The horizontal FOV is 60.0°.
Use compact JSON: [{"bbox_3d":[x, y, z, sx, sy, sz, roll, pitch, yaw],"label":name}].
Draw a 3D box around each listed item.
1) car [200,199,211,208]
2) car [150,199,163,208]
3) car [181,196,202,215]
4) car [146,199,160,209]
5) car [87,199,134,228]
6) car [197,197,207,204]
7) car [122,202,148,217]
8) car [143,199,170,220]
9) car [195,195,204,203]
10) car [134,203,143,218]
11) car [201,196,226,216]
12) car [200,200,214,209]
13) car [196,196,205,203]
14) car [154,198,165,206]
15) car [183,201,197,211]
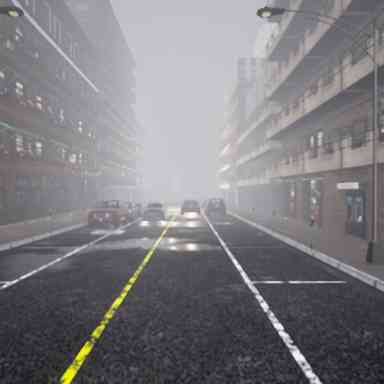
[{"bbox_3d":[2.314,1.951,57.763,1.802,1.307,4.206,-1,0,0],"label":"car"},{"bbox_3d":[-6.066,1.894,57.572,1.752,1.417,4.829,-1,0,0],"label":"car"},{"bbox_3d":[-0.149,1.584,36.742,2.097,1.767,4.553,0,0,0],"label":"car"},{"bbox_3d":[-6.030,1.857,51.909,1.752,1.417,4.829,-1,0,0],"label":"car"},{"bbox_3d":[-5.852,1.465,23.761,2.192,1.841,5.009,-1,0,0],"label":"car"},{"bbox_3d":[2.204,1.920,74.754,1.967,1.590,4.097,-1,0,0],"label":"car"},{"bbox_3d":[-5.922,1.788,35.086,1.947,1.339,4.313,-1,0,0],"label":"car"},{"bbox_3d":[-3.289,1.694,29.991,1.837,1.490,4.892,0,0,0],"label":"car"},{"bbox_3d":[2.093,1.910,91.746,2.192,1.841,5.009,-1,0,0],"label":"car"},{"bbox_3d":[-5.887,1.626,29.423,1.967,1.590,4.097,-1,0,0],"label":"car"},{"bbox_3d":[2.455,1.537,35.110,2.192,1.841,5.009,-1,0,0],"label":"car"},{"bbox_3d":[2.350,1.898,52.099,1.947,1.339,4.313,-1,0,0],"label":"car"},{"bbox_3d":[2.129,1.871,86.082,2.192,1.841,5.009,-1,0,0],"label":"car"},{"bbox_3d":[-6.102,1.931,63.236,1.752,1.417,4.829,-1,0,0],"label":"car"},{"bbox_3d":[-0.223,1.897,46.546,1.895,1.301,4.718,0,0,0],"label":"car"}]
